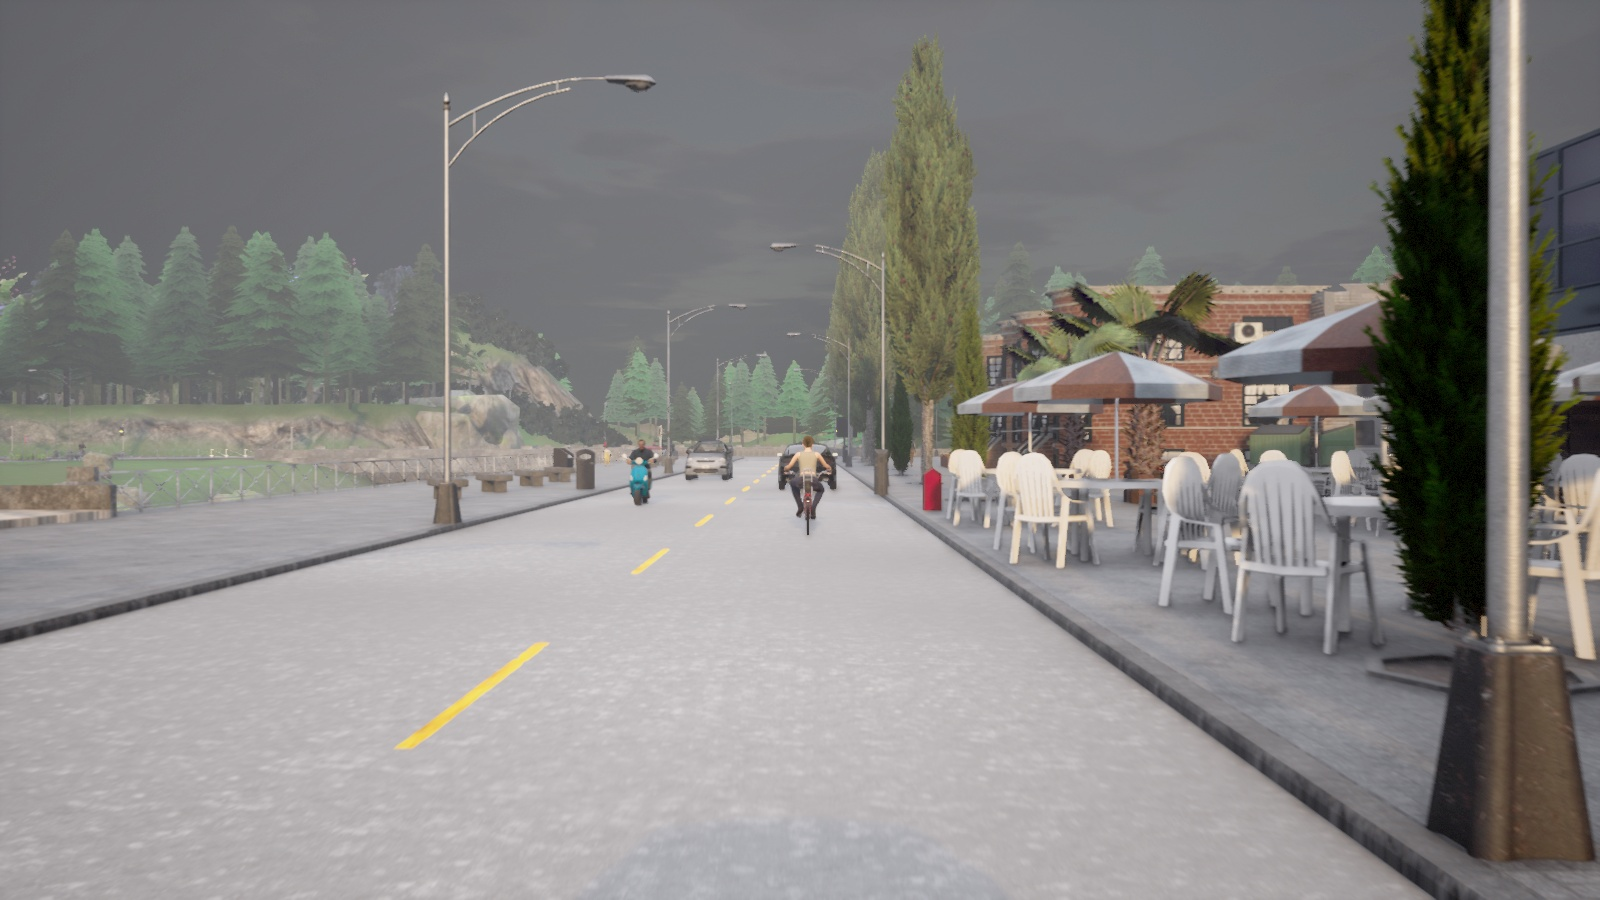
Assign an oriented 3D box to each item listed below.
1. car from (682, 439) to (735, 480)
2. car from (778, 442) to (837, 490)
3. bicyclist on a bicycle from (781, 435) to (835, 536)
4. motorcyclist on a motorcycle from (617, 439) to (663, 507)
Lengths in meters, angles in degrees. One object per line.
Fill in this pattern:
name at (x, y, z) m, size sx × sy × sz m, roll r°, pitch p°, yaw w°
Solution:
car at (-3.701, 0.353, 51.156) m, size 1.851 × 1.617 × 3.988 m, roll 0°, pitch 0°, yaw 0°
car at (0.248, 0.487, 42.162) m, size 1.882 × 1.535 × 5.008 m, roll 0°, pitch 0°, yaw 0°
bicyclist on a bicycle at (0.131, 0.565, 20.890) m, size 0.866 × 1.612 × 1.509 m, roll 0°, pitch 0°, yaw 0°
motorcyclist on a motorcycle at (-3.818, 0.527, 30.087) m, size 0.866 × 1.590 × 1.817 m, roll 0°, pitch 0°, yaw 0°
